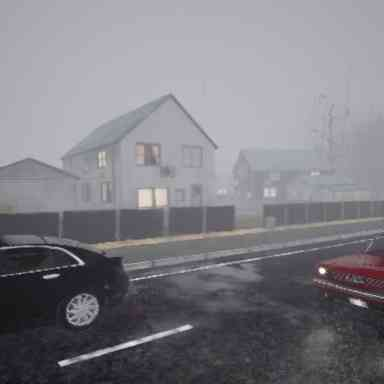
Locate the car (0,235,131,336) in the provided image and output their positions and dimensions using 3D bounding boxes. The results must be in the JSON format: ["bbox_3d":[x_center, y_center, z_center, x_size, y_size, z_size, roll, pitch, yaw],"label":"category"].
[{"bbox_3d":[-3.401,1.506,5.251,4.892,1.490,1.837,0,0,-35],"label":"car"}]

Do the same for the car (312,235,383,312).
[{"bbox_3d":[4.642,1.585,6.995,4.718,1.301,1.895,0,0,-35],"label":"car"}]
